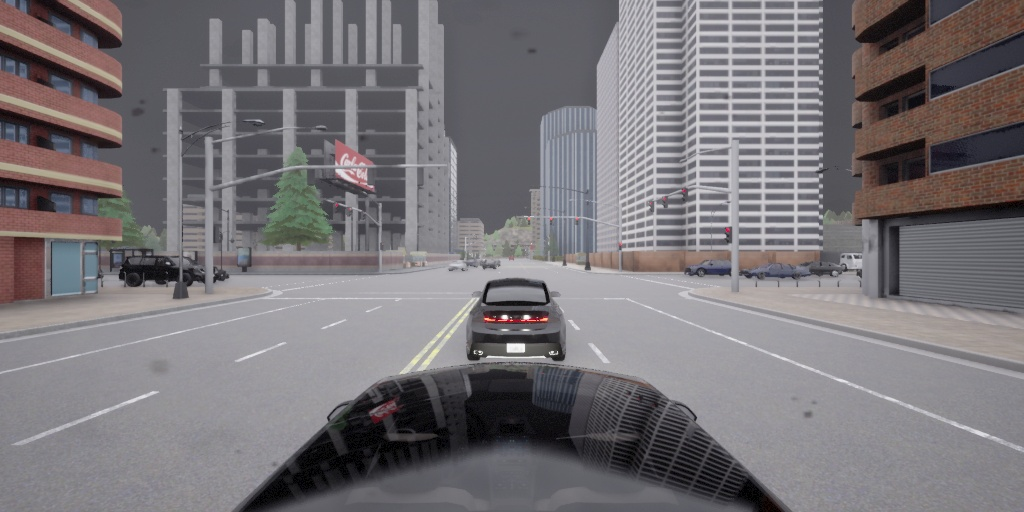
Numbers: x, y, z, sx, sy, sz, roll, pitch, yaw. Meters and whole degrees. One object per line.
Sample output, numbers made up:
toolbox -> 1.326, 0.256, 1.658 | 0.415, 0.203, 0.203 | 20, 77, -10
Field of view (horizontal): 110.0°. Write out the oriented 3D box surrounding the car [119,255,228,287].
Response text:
car -> -22.808, 0.972, 24.015 | 5.566, 2.045, 2.150 | 0, 0, 0

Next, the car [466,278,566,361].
car -> 0.095, 1.255, 8.268 | 1.837, 1.490, 4.892 | 0, 0, 1

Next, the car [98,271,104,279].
car -> -34.871, 1.297, 27.514 | 5.357, 1.411, 2.033 | 0, 0, 0

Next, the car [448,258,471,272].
car -> -6.927, 1.276, 46.089 | 1.812, 1.442, 4.674 | 0, 0, 2

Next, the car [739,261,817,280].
car -> 22.812, 1.297, 31.229 | 5.357, 1.411, 2.033 | 0, 0, 0

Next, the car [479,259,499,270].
car -> -3.332, 1.227, 53.125 | 1.882, 1.535, 5.008 | 0, 0, 0

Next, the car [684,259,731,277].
car -> 19.222, 1.102, 34.728 | 4.553, 1.767, 2.097 | 0, 0, 0

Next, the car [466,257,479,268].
car -> -6.784, 1.297, 59.630 | 2.033, 1.411, 5.357 | 0, 0, 0

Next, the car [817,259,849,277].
car -> 29.072, 1.255, 34.721 | 4.892, 1.490, 1.837 | 0, 0, 0

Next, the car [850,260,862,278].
car -> 32.724, 1.314, 31.217 | 4.181, 1.385, 1.994 | 0, 0, 0

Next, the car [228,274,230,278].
car -> -24.285, 1.314, 27.515 | 4.181, 1.385, 1.994 | 0, 0, 0
